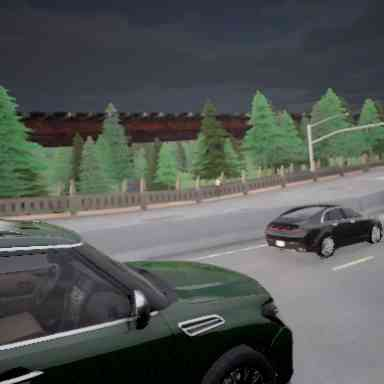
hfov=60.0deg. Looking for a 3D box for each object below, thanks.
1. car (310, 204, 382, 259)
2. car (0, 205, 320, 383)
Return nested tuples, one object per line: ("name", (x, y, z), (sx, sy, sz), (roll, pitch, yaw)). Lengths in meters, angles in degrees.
("car", (4.594, 1.157, 11.322), (4.892, 1.490, 1.837), (-4, 2, -35))
("car", (-1.645, 1.221, 2.573), (5.566, 2.045, 2.150), (-1, 1, -35))
